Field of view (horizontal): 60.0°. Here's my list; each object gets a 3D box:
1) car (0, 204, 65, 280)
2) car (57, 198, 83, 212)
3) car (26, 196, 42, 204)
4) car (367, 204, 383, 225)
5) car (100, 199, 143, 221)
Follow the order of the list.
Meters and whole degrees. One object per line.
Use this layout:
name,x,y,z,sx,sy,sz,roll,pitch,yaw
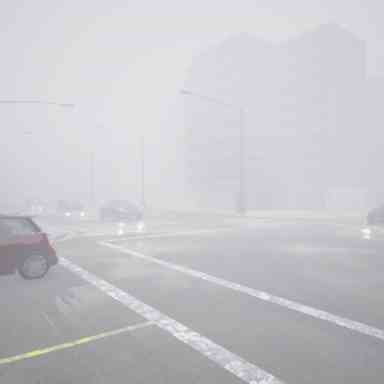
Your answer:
car,-5.877,1.350,8.292,4.553,1.767,2.097,0,0,-36
car,-14.219,1.477,38.615,1.882,1.535,5.008,0,0,-36
car,-26.192,1.497,55.039,2.128,1.511,4.902,0,0,-36
car,14.157,1.537,23.376,5.008,1.535,1.882,0,0,-38
car,-5.823,1.353,27.206,2.097,1.767,4.553,0,0,-36
